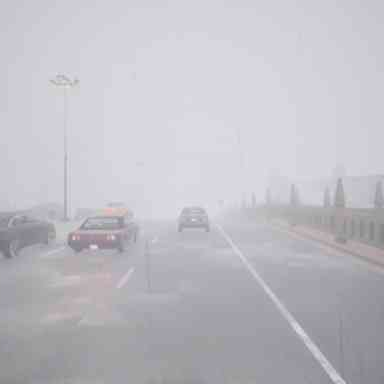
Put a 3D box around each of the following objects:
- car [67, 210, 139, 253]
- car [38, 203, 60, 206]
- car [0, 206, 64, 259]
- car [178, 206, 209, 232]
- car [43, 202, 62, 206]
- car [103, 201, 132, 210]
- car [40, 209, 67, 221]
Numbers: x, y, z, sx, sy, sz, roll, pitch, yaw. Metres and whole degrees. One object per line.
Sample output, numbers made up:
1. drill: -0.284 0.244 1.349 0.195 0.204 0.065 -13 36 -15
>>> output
1. car: -3.399 1.626 13.758 1.895 1.301 4.718 0 0 0
2. car: -14.094 1.933 30.172 1.895 1.301 4.718 0 -3 0
3. car: -6.899 1.515 12.653 2.128 1.511 4.902 0 0 0
4. car: 0.102 1.599 20.605 2.033 1.411 5.357 0 -1 0
5. car: -17.570 2.268 40.744 2.150 2.045 5.566 0 -5 0
6. car: -6.898 1.741 31.375 2.097 1.767 4.553 0 -3 0
7. car: -21.055 3.549 50.819 1.882 1.535 5.008 0 -6 0
